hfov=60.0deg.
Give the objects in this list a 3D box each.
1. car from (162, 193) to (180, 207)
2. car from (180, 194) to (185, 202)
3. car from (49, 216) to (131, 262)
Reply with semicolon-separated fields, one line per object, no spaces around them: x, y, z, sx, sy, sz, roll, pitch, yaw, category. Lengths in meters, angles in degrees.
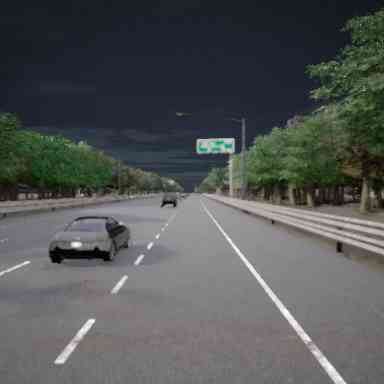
-3.408;1.207;50.890;2.150;2.045;5.566;0;0;0;car
-3.307;1.502;76.020;2.033;1.411;5.357;0;0;0;car
-3.502;1.566;12.096;1.994;1.385;4.181;0;0;0;car
